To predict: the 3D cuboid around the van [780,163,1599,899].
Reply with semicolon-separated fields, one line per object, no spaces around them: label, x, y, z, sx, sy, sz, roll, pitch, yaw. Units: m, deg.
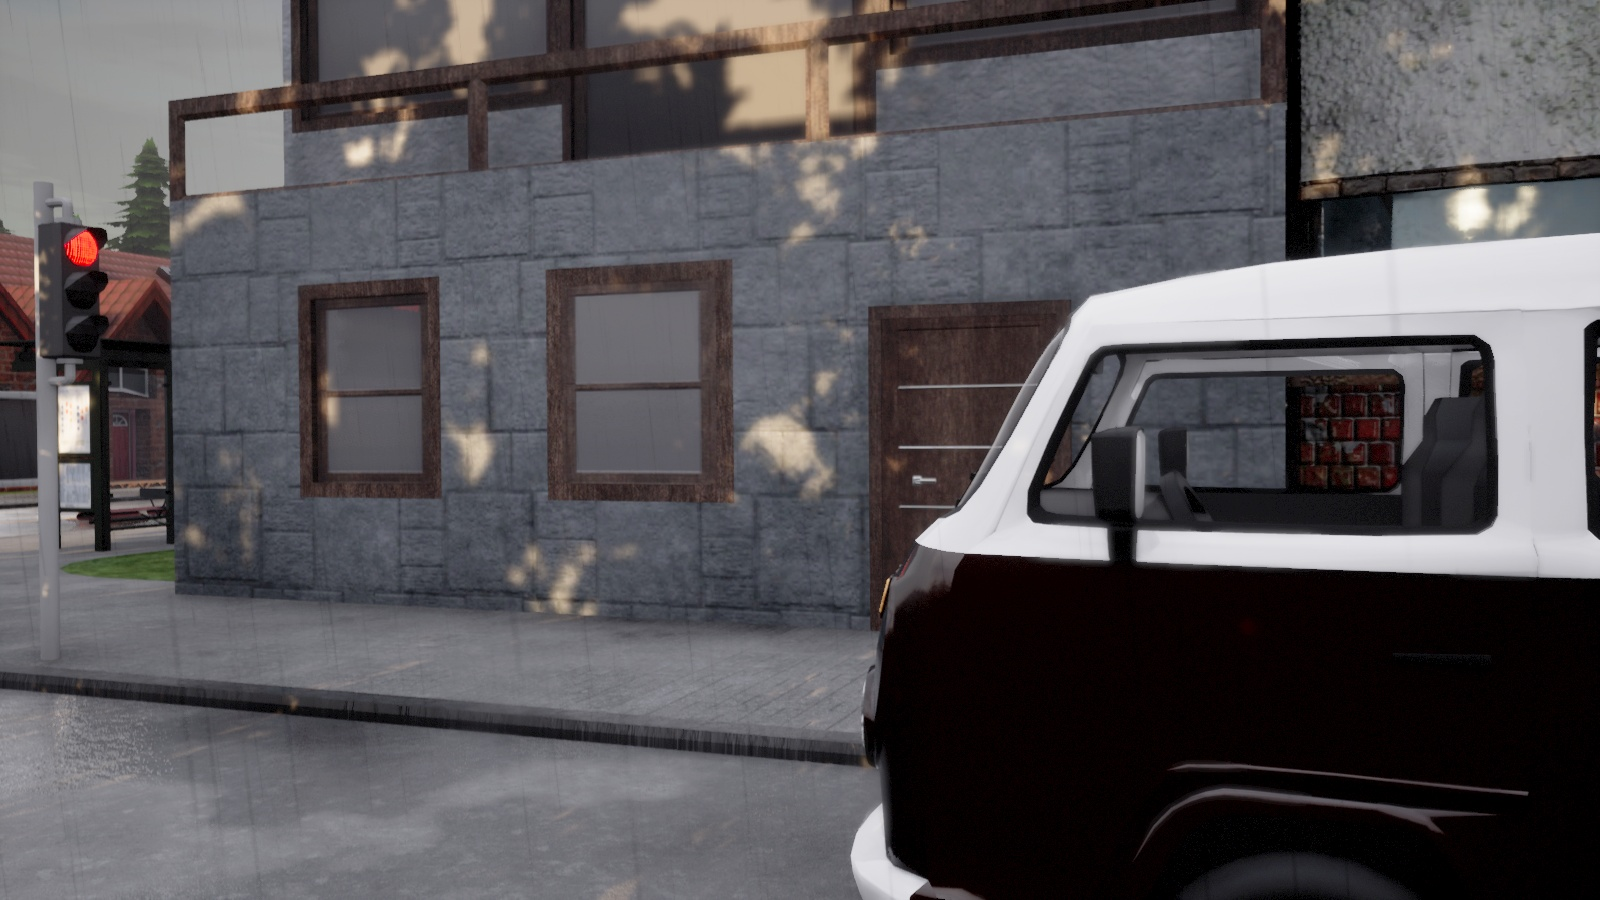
van;2.417;0.511;2.931;4.480;2.038;2.069;0;1;20
